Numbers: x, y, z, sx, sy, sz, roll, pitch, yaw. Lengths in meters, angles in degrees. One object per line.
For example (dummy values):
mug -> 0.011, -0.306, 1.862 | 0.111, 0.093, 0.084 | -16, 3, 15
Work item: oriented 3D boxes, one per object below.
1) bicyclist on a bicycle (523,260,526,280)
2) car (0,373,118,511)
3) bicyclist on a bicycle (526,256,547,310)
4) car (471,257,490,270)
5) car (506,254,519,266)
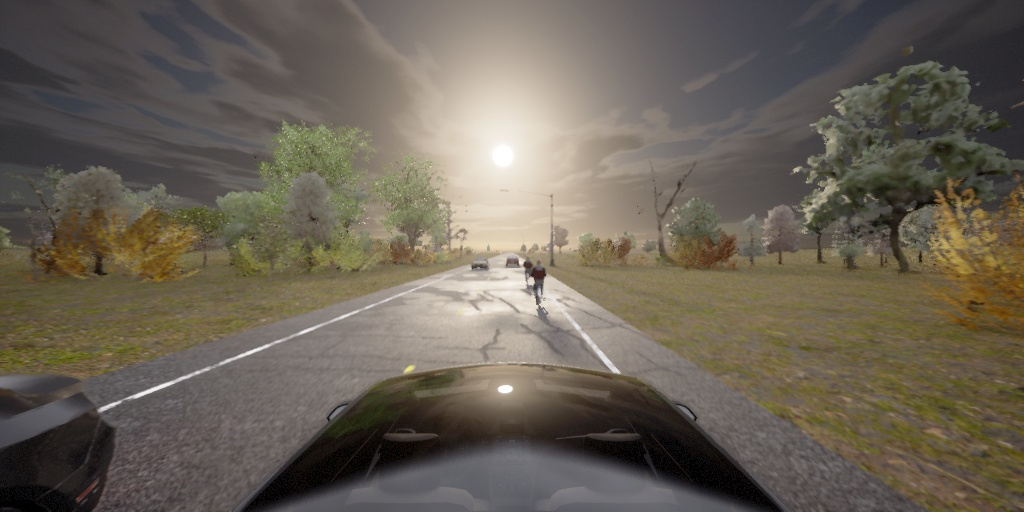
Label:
bicyclist on a bicycle -> 0.962, 0.887, 22.272 | 0.659, 1.776, 1.843 | 0, 1, 0
car -> -3.597, 1.271, 0.328 | 1.837, 1.490, 4.892 | 0, 1, 0
bicyclist on a bicycle -> 0.962, 0.992, 13.064 | 0.659, 1.776, 1.843 | 0, 1, 0
car -> -3.581, 0.844, 41.183 | 2.033, 1.411, 5.357 | 0, 1, 0
car -> 0.086, 0.632, 53.313 | 1.882, 1.535, 5.008 | 0, 1, 0
